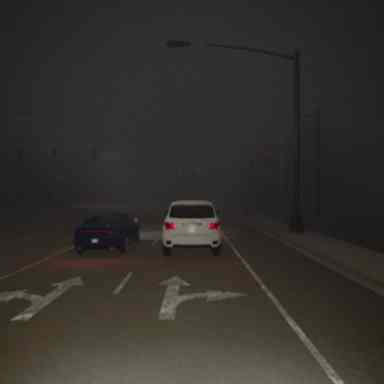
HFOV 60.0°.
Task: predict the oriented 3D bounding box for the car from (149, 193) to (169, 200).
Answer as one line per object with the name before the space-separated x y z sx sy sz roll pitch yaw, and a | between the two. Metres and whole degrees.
car | -8.952 1.327 89.558 2.033 1.411 5.357 0 1 -29

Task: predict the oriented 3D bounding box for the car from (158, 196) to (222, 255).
car | 0.003 1.350 14.005 2.150 2.045 5.566 0 0 0

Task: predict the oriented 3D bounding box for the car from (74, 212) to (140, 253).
car | -3.493 1.615 14.461 1.882 1.535 5.008 0 0 0

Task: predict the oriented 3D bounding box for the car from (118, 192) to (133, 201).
car | -16.713 1.077 81.578 2.150 2.045 5.566 0 1 -23

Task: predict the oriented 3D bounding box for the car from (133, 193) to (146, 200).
car | -13.804 1.431 83.626 1.895 1.301 4.718 0 1 -23
